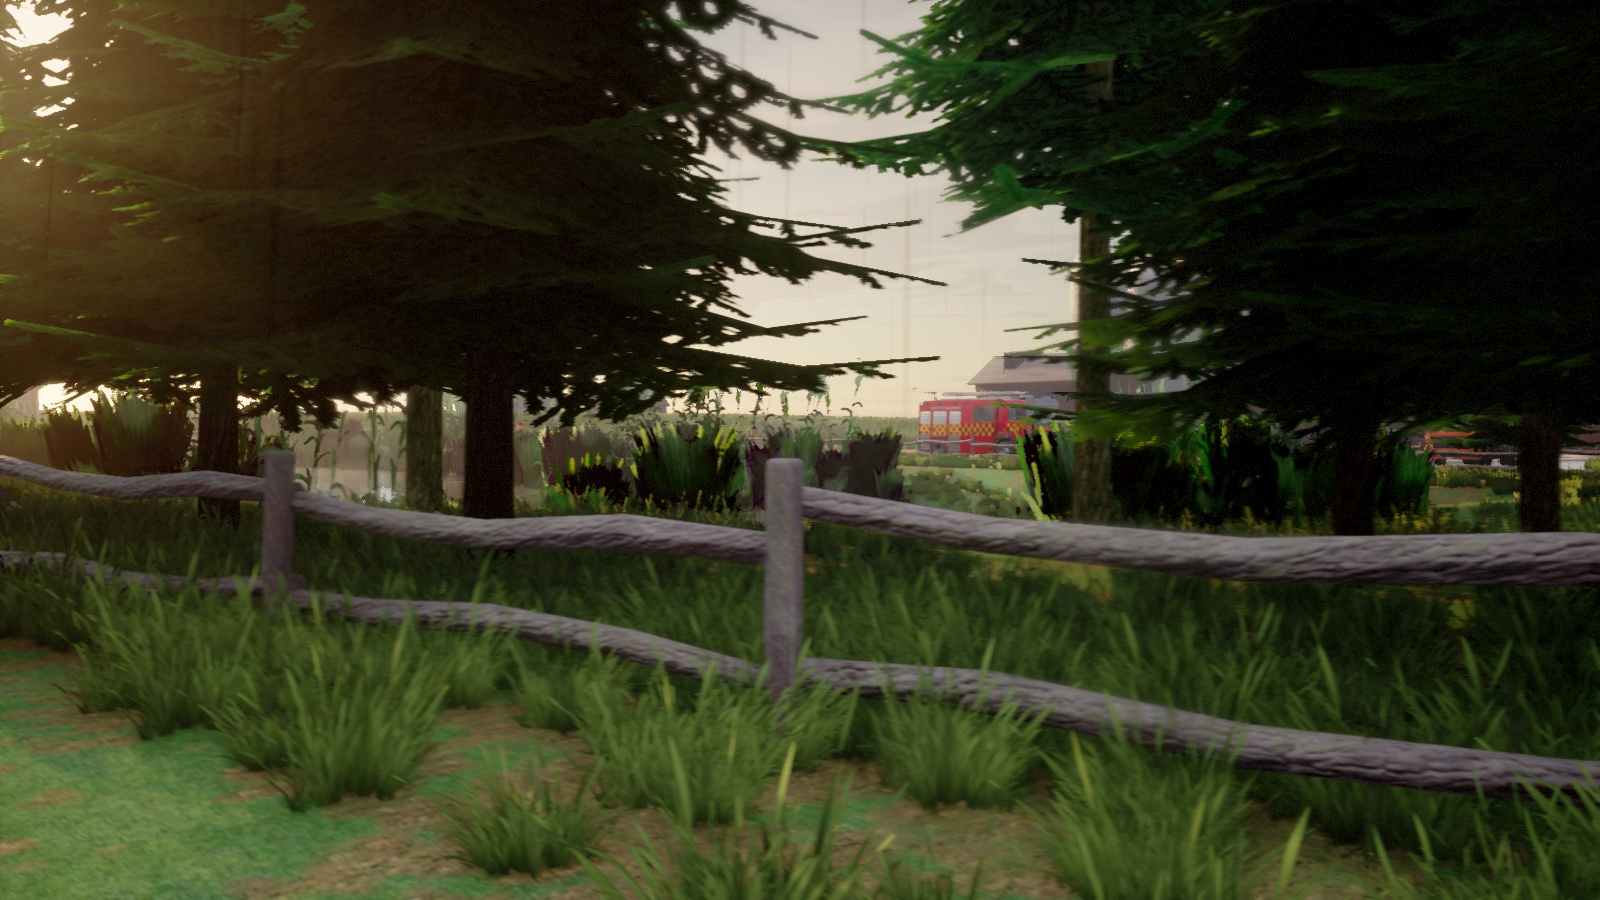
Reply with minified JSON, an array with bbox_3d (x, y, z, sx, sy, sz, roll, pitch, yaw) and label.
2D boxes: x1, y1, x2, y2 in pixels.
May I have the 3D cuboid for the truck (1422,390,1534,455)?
[{"bbox_3d":[38.285,-1.533,70.810,7.936,3.462,2.891,-1,1,-41],"label":"truck"}]

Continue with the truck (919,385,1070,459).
[{"bbox_3d":[10.550,-1.482,69.050,2.891,3.827,8.468,-1,1,-38],"label":"truck"}]

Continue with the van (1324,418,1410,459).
[{"bbox_3d":[28.311,-0.602,62.659,4.442,1.987,1.775,-1,1,-33],"label":"van"}]
